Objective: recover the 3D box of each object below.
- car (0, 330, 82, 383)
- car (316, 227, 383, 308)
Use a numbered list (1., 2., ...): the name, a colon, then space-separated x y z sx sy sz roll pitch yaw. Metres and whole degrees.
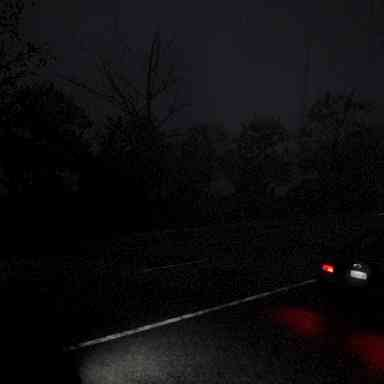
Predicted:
1. car: -3.019 1.501 1.591 4.892 1.490 1.837 0 0 -36
2. car: 4.943 1.452 7.274 5.357 1.411 2.033 -1 1 -36
